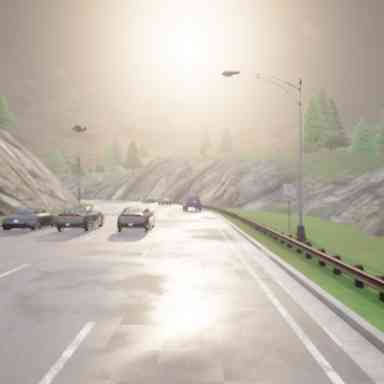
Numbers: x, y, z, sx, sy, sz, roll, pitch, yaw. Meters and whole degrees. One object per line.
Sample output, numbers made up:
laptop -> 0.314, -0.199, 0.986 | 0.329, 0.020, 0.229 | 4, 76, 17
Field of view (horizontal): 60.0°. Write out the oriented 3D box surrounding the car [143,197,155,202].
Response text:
car -> -10.443, 1.986, 80.296 | 1.837, 1.490, 4.892 | 0, 0, -25

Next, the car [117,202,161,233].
car -> -3.415, 1.629, 20.916 | 2.128, 1.511, 4.902 | 0, 0, 0

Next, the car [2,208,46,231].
car -> -10.416, 1.709, 21.704 | 1.994, 1.385, 4.181 | 0, 0, 0

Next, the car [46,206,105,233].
car -> -6.914, 1.630, 20.932 | 2.128, 1.511, 4.902 | 0, 0, 0

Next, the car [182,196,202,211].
car -> -0.027, 1.526, 46.444 | 2.150, 2.045, 5.566 | 0, 0, -8

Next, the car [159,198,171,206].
car -> -5.402, 1.947, 65.969 | 1.812, 1.442, 4.674 | 0, 0, -18
